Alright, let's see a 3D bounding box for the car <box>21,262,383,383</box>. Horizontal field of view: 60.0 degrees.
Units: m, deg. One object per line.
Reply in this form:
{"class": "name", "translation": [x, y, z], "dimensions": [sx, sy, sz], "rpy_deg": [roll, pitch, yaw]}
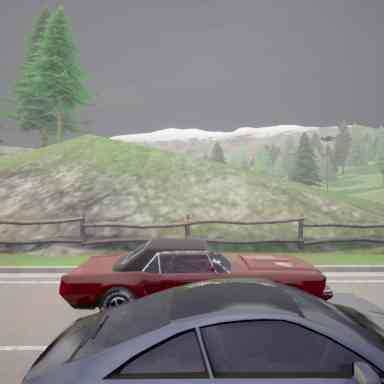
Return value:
{"class": "car", "translation": [0.706, 1.564, 2.980], "dimensions": [4.181, 1.385, 1.994], "rpy_deg": [0, 0, -1]}

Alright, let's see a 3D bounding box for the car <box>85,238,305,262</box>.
{"class": "car", "translation": [0.110, 1.601, 6.471], "dimensions": [4.718, 1.301, 1.895], "rpy_deg": [0, 0, -1]}
